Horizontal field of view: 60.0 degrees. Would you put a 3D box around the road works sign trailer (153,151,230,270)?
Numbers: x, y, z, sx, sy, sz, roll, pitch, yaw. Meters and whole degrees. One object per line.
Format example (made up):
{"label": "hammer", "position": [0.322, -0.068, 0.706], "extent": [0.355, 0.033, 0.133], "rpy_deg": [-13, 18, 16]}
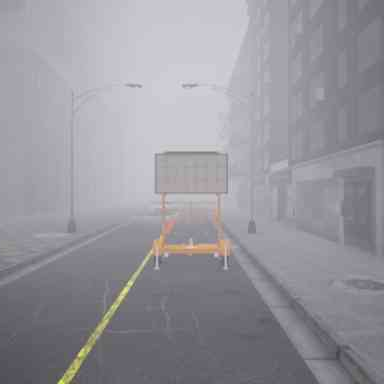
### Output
{"label": "road works sign trailer", "position": [-0.019, 0.463, 11.037], "extent": [2.380, 3.560, 2.880], "rpy_deg": [0, 0, 0]}

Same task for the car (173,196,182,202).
{"label": "car", "position": [-3.108, 1.625, 73.268], "extent": [2.033, 1.411, 5.357], "rpy_deg": [0, 0, 0]}

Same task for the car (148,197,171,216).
{"label": "car", "position": [-3.149, 1.538, 32.775], "extent": [1.812, 1.442, 4.674], "rpy_deg": [0, 0, 0]}
